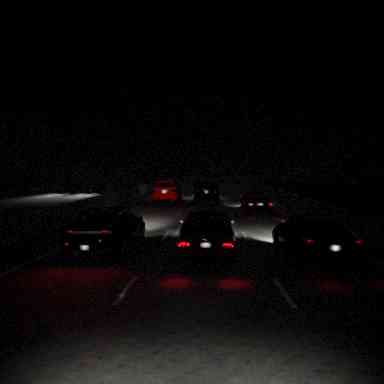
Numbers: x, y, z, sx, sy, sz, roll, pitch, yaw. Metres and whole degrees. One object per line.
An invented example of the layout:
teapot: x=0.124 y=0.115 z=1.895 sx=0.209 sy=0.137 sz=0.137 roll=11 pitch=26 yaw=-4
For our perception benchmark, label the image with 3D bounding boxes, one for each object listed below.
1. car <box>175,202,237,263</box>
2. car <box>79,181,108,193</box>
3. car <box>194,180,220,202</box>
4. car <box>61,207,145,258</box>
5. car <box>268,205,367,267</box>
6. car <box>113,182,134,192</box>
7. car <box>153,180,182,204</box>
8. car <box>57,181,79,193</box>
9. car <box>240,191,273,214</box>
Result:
car: x=0.497 y=1.365 z=11.388 sx=2.033 sy=1.411 sz=5.357 roll=0 pitch=2 yaw=3
car: x=-12.293 y=-0.680 z=43.033 sx=2.128 sy=1.511 sz=4.902 roll=0 pitch=4 yaw=3
car: x=1.325 y=-0.088 z=29.993 sx=2.150 sy=2.045 sz=5.566 roll=0 pitch=4 yaw=3
car: x=-2.978 y=1.278 z=11.998 sx=2.128 sy=1.511 sz=4.902 roll=0 pitch=3 yaw=3
car: x=3.980 y=1.405 z=10.986 sx=1.994 sy=1.385 sz=4.181 roll=0 pitch=2 yaw=3
car: x=-8.796 y=-0.594 z=42.899 sx=1.994 sy=1.385 sz=4.181 roll=0 pitch=4 yaw=3
car: x=-2.170 y=-0.104 z=30.177 sx=2.150 sy=2.045 sz=5.566 roll=0 pitch=4 yaw=3
car: x=-15.789 y=-0.693 z=43.173 sx=2.128 sy=1.511 sz=4.902 roll=0 pitch=4 yaw=3
car: x=4.503 y=0.657 z=23.598 sx=2.033 sy=1.411 sz=5.357 roll=0 pitch=4 yaw=3
